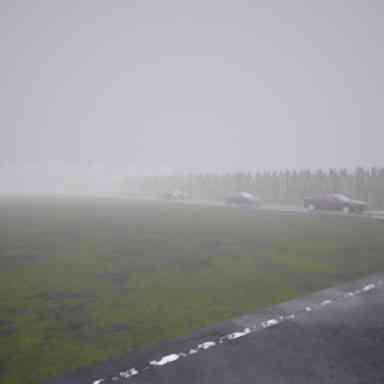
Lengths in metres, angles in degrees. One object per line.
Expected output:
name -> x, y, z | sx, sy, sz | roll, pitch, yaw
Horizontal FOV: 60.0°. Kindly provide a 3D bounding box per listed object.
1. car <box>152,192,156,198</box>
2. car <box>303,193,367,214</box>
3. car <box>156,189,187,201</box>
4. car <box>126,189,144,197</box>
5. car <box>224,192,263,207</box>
car -> -4.796, 0.312, 54.375 | 2.128, 1.511, 4.902 | 0, 1, -35
car -> 11.395, 0.873, 26.756 | 1.882, 1.535, 5.008 | 0, 1, -34
car -> -2.634, 0.324, 46.411 | 2.097, 1.767, 4.553 | 0, 1, -35
car -> -10.821, 0.208, 62.688 | 1.994, 1.385, 4.181 | 0, 1, -36
car -> 5.366, 0.736, 35.237 | 1.812, 1.442, 4.674 | 0, 1, -36
